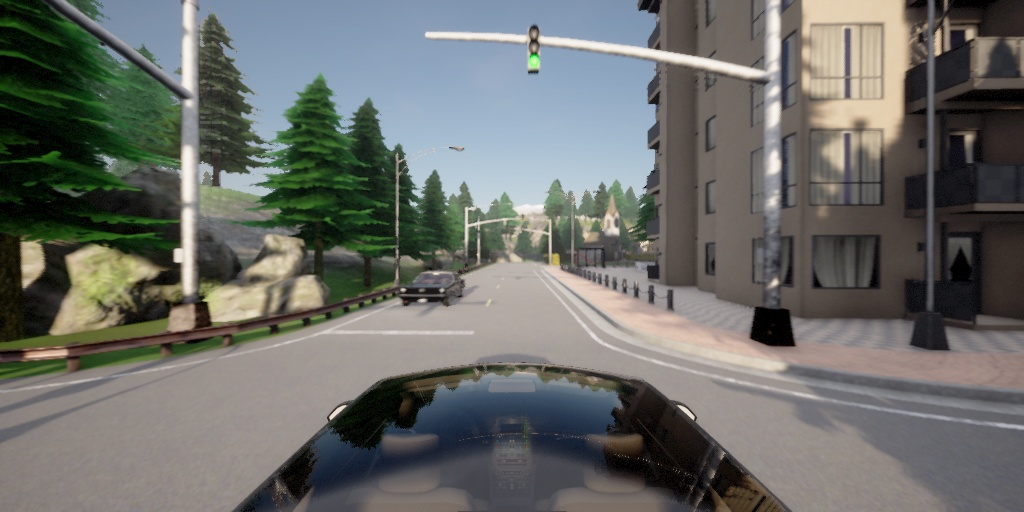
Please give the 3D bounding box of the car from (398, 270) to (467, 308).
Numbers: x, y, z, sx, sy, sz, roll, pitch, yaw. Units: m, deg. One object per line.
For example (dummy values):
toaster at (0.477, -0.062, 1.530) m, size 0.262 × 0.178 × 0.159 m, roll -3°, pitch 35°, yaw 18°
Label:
car at (-3.194, 1.303, 15.207) m, size 1.895 × 1.301 × 4.718 m, roll 0°, pitch 0°, yaw 2°
